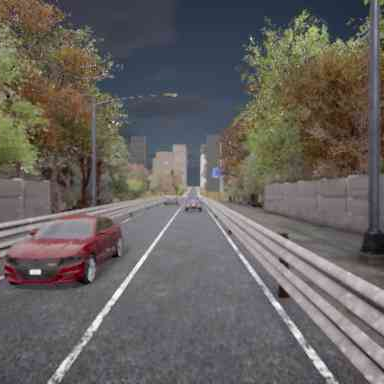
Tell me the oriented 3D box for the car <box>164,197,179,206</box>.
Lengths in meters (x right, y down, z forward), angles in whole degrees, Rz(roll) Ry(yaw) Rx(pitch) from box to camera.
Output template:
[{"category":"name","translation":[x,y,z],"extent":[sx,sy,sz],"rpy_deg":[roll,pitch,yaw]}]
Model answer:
[{"category":"car","translation":[-3.106,1.411,51.230],"extent":[1.994,1.385,4.181],"rpy_deg":[0,0,1]}]

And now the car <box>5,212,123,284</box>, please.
[{"category":"car","translation":[-3.312,1.408,9.542],"extent":[1.882,1.535,5.008],"rpy_deg":[0,0,0]}]

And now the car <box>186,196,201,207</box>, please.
[{"category":"car","translation":[0.213,1.324,47.841],"extent":[2.128,1.511,4.902],"rpy_deg":[0,0,1]}]

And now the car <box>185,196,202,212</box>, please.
[{"category":"car","translation":[0.152,1.353,36.358],"extent":[2.033,1.411,5.357],"rpy_deg":[0,0,0]}]
